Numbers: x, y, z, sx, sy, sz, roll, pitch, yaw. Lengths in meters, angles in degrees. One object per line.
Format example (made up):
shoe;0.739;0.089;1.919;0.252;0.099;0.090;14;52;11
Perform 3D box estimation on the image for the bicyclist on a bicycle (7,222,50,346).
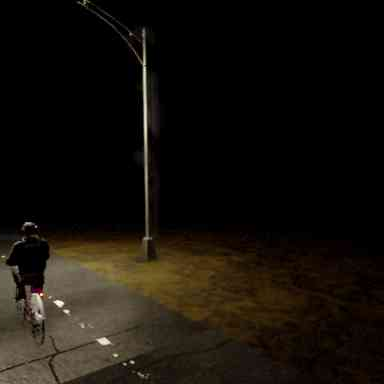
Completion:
bicyclist on a bicycle;-2.605;1.347;5.265;0.659;1.776;1.843;-1;1;-38
